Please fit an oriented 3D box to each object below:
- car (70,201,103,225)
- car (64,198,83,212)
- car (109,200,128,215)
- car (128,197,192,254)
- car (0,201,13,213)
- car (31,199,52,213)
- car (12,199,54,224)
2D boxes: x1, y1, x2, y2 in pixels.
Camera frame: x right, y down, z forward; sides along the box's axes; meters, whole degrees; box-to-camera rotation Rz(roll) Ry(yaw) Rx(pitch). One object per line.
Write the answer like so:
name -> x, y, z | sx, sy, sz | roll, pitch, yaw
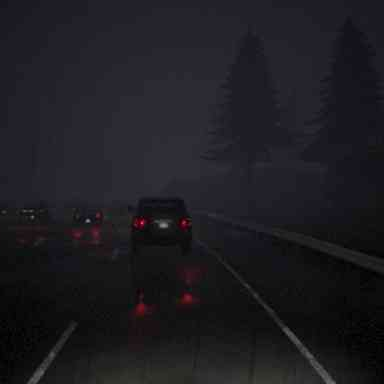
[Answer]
car -> -7.379, 1.575, 23.688 | 1.895, 1.301, 4.718 | 0, 0, -16
car -> -13.684, 1.441, 38.850 | 1.882, 1.535, 5.008 | 0, 0, -27
car -> -7.030, 1.481, 32.924 | 1.812, 1.442, 4.674 | 0, 0, -22
car -> -1.400, 1.198, 13.682 | 2.150, 2.045, 5.566 | 0, 0, -10
car -> -18.863, 1.589, 33.818 | 1.895, 1.301, 4.718 | 0, 0, -26
car -> -17.364, 1.538, 38.272 | 1.994, 1.385, 4.181 | 0, 0, -28
car -> -11.357, 1.475, 24.487 | 2.128, 1.511, 4.902 | 0, 0, -18
